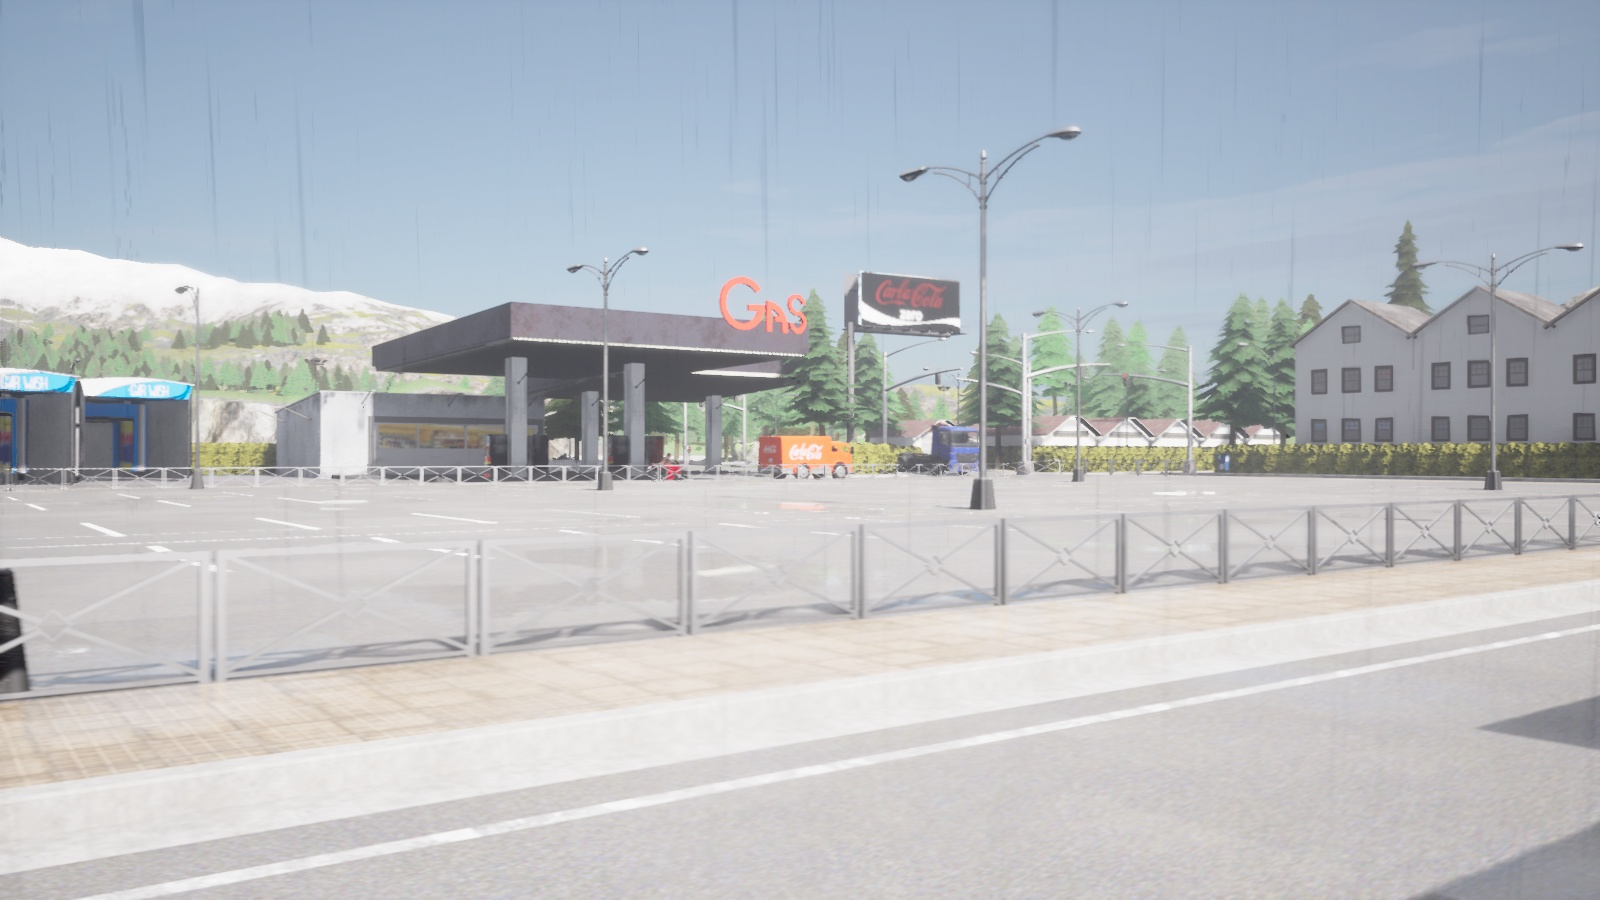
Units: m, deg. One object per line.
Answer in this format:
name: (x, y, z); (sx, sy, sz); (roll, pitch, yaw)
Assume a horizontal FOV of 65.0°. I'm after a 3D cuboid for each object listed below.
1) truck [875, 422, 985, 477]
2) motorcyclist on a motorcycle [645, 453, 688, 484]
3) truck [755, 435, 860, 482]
truck: (8.900, -0.106, 87.040); (2.891, 3.462, 7.936); (0, 3, -36)
motorcyclist on a motorcycle: (-6.800, 0.927, 63.933); (2.044, 1.523, 0.797); (0, 0, -36)
truck: (0.445, 0.456, 69.133); (5.204, 2.467, 2.627); (0, 0, -36)
